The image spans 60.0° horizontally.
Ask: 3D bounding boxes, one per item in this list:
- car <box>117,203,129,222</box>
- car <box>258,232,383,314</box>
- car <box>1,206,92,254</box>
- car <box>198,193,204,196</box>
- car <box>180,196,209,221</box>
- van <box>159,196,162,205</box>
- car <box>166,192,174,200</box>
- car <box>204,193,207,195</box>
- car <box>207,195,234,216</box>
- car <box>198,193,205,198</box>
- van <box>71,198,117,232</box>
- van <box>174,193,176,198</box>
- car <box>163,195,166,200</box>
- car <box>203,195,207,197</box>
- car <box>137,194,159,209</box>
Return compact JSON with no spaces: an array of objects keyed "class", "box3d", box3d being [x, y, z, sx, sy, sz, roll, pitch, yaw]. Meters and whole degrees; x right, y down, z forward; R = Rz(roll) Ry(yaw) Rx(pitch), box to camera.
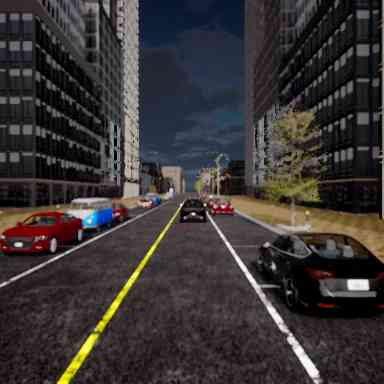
[{"class":"car","box3d":[-5.701,1.461,24.549,1.802,1.307,4.206,0,0,0]},{"class":"car","box3d":[2.689,1.529,7.464,1.947,1.339,4.313,0,0,0]},{"class":"car","box3d":[-5.695,1.481,13.164,1.887,1.381,4.507,0,0,0]},{"class":"car","box3d":[0.075,1.289,42.554,2.163,1.488,4.792,0,0,0]},{"class":"car","box3d":[0.084,1.351,25.502,1.882,1.535,5.008,0,1,0]},{"class":"van","box3d":[-5.713,1.101,47.316,1.690,1.788,3.998,0,0,0]},{"class":"car","box3d":[-5.730,1.133,75.607,1.752,1.417,4.829,0,0,0]},{"class":"car","box3d":[2.666,1.284,47.477,1.752,1.417,4.829,0,0,0]},{"class":"car","box3d":[2.677,1.290,30.230,1.967,1.590,4.097,0,0,0]},{"class":"car","box3d":[2.640,1.063,92.842,2.008,1.369,4.403,0,0,0]},{"class":"van","box3d":[-5.697,1.249,18.856,1.690,1.788,3.998,0,0,0]},{"class":"van","box3d":[-5.736,0.885,87.160,1.690,1.788,3.998,0,0,0]},{"class":"car","box3d":[-5.717,1.296,53.010,1.947,1.339,4.313,0,0,0]},{"class":"car","box3d":[2.670,1.372,41.615,1.802,1.307,4.206,0,0,0]},{"class":"car","box3d":[-5.710,1.230,41.624,1.967,1.590,4.097,0,0,0]}]
